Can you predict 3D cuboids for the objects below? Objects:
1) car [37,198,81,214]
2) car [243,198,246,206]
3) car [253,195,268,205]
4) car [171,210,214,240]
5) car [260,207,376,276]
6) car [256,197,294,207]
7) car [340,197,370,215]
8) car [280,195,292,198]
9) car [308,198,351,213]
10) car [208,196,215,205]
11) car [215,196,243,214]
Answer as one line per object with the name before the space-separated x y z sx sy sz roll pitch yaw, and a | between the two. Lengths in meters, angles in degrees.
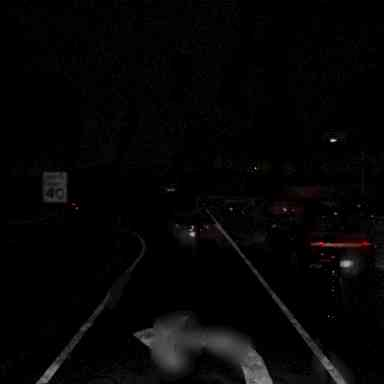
car | -13.495 1.359 33.672 4.892 1.490 1.837 0 0 25
car | 7.102 1.344 50.994 1.994 1.385 4.181 0 0 0
car | 10.602 1.286 50.599 1.837 1.490 4.892 0 0 0
car | -0.055 1.529 16.591 1.895 1.301 4.718 0 0 -2
car | 3.601 1.447 10.168 2.128 1.511 4.902 0 0 0
car | 7.101 1.427 27.806 2.033 1.411 5.357 0 0 0
car | 14.101 1.221 30.196 2.097 1.767 4.553 0 0 0
car | 14.102 1.286 50.598 1.837 1.490 4.892 0 0 0
car | 10.602 1.409 26.845 1.812 1.442 4.674 0 0 0
car | 3.602 1.304 51.378 1.812 1.442 4.674 0 0 0
car | 3.601 1.383 33.009 1.812 1.442 4.674 0 0 0
